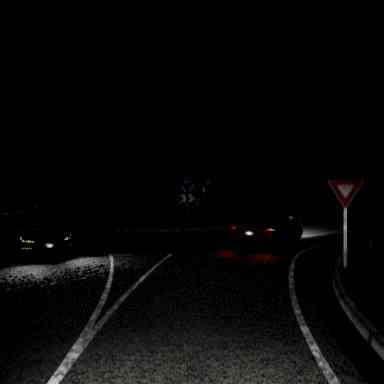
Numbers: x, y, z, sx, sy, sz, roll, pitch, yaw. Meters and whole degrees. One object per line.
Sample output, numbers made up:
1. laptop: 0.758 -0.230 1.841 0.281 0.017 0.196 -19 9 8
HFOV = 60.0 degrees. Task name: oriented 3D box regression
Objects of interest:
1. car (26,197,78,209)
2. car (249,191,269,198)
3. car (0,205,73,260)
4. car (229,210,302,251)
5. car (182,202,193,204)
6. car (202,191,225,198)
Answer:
1. car: -13.930 1.199 33.363 2.033 1.411 5.357 0 1 27
2. car: 19.035 0.857 92.374 4.553 1.767 2.185 0 1 0
3. car: -6.007 1.465 12.601 1.837 1.490 4.892 1 0 -37
4. car: 3.152 1.458 13.905 1.994 1.385 4.181 0 1 31
5. car: -0.670 1.139 56.597 1.882 1.535 5.008 0 0 2
6. car: 6.519 0.732 95.221 5.566 2.045 2.435 0 0 0
